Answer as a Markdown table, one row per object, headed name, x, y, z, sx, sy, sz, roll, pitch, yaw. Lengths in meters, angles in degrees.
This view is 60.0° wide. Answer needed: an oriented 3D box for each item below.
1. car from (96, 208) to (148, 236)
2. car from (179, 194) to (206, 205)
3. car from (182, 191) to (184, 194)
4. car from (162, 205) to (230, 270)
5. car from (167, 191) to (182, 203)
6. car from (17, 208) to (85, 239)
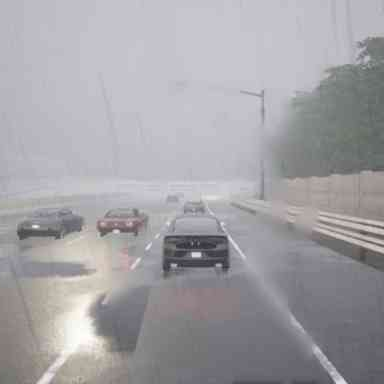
| name | x | y | z | sx | sy | sz | roll | pitch | yaw |
| --- | --- | --- | --- | --- | --- | --- | --- | --- | --- |
| car | -3.468 | 1.497 | 17.551 | 1.895 | 1.301 | 4.718 | 0 | 1 | 0 |
| car | 0.197 | 1.254 | 30.189 | 2.128 | 1.511 | 4.902 | 0 | 1 | 0 |
| car | -3.057 | 0.535 | 85.845 | 2.097 | 1.767 | 4.553 | 0 | 1 | 0 |
| car | 0.115 | 1.434 | 10.964 | 1.882 | 1.535 | 5.008 | 0 | 0 | 0 |
| car | -3.199 | 0.967 | 56.451 | 1.882 | 1.535 | 5.008 | 0 | 1 | 0 |
| car | -6.869 | 1.468 | 16.623 | 1.994 | 1.385 | 4.181 | 0 | 1 | 0 |
